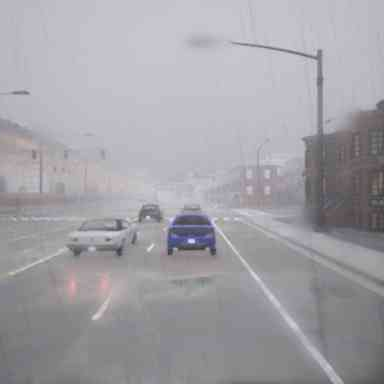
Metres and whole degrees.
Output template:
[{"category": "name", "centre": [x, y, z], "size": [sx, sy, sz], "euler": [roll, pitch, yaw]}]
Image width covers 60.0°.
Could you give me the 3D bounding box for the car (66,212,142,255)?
[{"category": "car", "centre": [-3.511, 1.731, 13.938], "size": [1.895, 1.301, 4.718], "euler": [0, 0, 0]}]

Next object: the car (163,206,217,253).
[{"category": "car", "centre": [-0.005, 1.612, 14.315], "size": [1.882, 1.535, 5.008], "euler": [0, 0, 0]}]

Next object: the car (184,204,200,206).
[{"category": "car", "centre": [-0.013, 1.764, 29.132], "size": [2.128, 1.511, 4.902], "euler": [0, 0, 1]}]

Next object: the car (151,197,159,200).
[{"category": "car", "centre": [-10.590, 2.233, 94.732], "size": [2.097, 1.767, 4.553], "euler": [0, -1, 0]}]

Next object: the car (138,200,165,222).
[{"category": "car", "centre": [-3.524, 1.779, 29.133], "size": [1.837, 1.490, 4.892], "euler": [0, 0, 0]}]
